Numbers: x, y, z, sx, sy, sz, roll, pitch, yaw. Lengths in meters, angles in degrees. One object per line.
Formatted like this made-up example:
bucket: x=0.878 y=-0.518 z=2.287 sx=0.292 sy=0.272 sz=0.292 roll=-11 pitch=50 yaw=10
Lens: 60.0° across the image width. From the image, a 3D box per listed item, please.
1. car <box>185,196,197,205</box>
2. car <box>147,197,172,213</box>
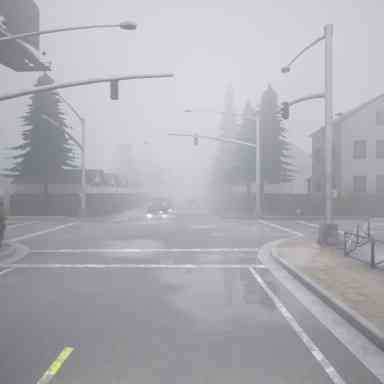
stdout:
car: x=-0.140 y=1.491 z=59.194 sx=2.128 sy=1.511 sz=4.902 roll=0 pitch=0 yaw=0
car: x=-3.686 y=1.352 z=36.990 sx=2.097 sy=1.767 sz=4.553 roll=0 pitch=0 yaw=0
